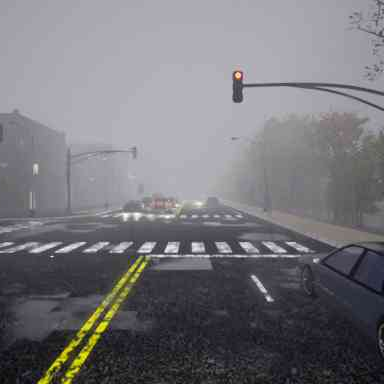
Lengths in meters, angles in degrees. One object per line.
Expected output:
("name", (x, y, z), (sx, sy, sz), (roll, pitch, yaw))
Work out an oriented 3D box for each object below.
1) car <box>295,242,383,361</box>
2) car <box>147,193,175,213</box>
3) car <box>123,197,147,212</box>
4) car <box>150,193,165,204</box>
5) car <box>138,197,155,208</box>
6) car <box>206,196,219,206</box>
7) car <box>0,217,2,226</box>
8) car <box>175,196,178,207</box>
("car", (3.353, 1.546, 5.448), (2.033, 1.411, 5.357), (0, 0, 0))
("car", (-3.350, 1.346, 36.509), (2.097, 1.767, 4.553), (0, 0, 0))
("car", (-6.603, 1.558, 38.027), (1.994, 1.385, 4.181), (0, 0, 0))
("car", (-6.606, 1.217, 64.325), (2.150, 2.045, 5.566), (0, 0, 0))
("car", (-6.623, 1.498, 49.027), (1.837, 1.490, 4.892), (0, 0, 0))
("car", (3.307, 1.470, 54.760), (1.882, 1.535, 5.008), (0, 0, 0))
("car", (-14.392, 1.731, 20.642), (4.674, 1.442, 1.812), (-1, 1, -4))
("car", (-3.375, 1.497, 48.652), (1.837, 1.490, 4.892), (0, 0, 0))
